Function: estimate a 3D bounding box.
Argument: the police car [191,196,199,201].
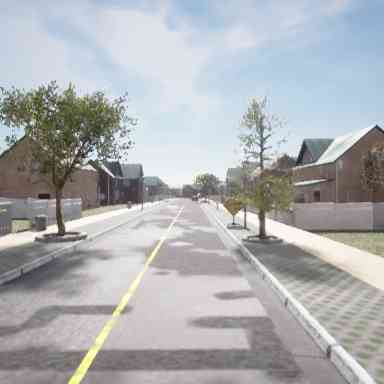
[{"bbox_3d":[0.825,1.756,90.275,1.930,1.638,5.238,0,0,0],"label":"police car"}]

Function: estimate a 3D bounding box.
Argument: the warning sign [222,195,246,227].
[{"bbox_3d":[2.530,1.110,20.139,1.300,1.860,1.060,1,1,0],"label":"warning sign"}]
